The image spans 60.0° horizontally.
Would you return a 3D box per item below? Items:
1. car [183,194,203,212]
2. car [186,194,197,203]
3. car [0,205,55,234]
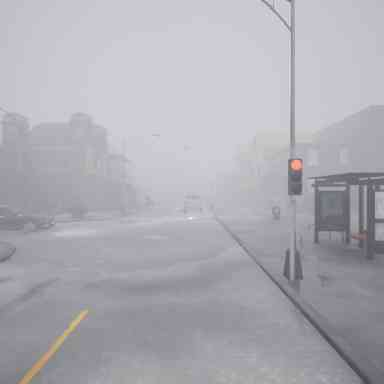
[{"bbox_3d":[0.100,1.221,38.937,2.150,2.045,5.566,0,0,-1],"label":"car"},{"bbox_3d":[-0.085,1.351,67.561,2.097,1.767,4.553,0,0,0],"label":"car"},{"bbox_3d":[-10.197,1.506,18.338,4.892,1.490,1.837,0,0,-8],"label":"car"}]
